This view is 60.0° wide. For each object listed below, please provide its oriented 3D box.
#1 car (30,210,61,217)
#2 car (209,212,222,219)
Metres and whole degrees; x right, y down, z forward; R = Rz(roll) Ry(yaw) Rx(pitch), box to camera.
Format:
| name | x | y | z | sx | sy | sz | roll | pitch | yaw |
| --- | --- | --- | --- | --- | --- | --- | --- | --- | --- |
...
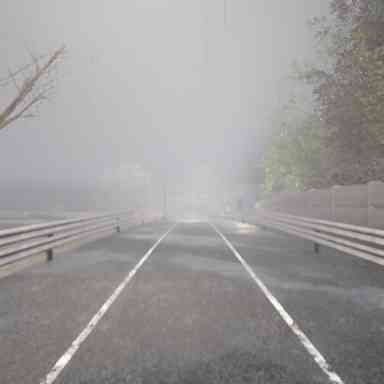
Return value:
| name | x | y | z | sx | sy | sz | roll | pitch | yaw |
| --- | --- | --- | --- | --- | --- | --- | --- | --- | --- |
| car | -24.114 | 3.771 | 55.264 | 5.008 | 1.535 | 1.882 | 3 | -5 | -37 |
| car | 6.254 | 6.251 | 88.654 | 2.097 | 1.767 | 4.553 | -3 | -5 | 31 |
